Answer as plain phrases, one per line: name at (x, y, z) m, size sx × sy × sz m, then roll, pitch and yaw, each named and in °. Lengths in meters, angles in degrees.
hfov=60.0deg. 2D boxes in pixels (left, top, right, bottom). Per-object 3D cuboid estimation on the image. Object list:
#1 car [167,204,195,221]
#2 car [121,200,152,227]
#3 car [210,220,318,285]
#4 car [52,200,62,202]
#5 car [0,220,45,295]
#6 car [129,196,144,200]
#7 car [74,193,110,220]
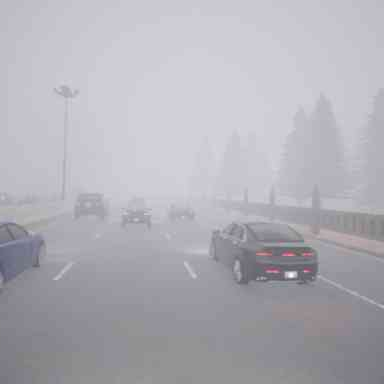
car at (-1.041, 1.638, 27.961) m, size 1.895 × 1.301 × 4.718 m, roll 2°, pitch 0°, yaw -9°
car at (-3.673, 1.481, 22.106) m, size 1.812 × 1.442 × 4.674 m, roll 2°, pitch 0°, yaw -9°
car at (1.822, 1.575, 9.748) m, size 1.837 × 1.490 × 4.892 m, roll 2°, pitch 0°, yaw -9°
car at (-18.731, 1.162, 46.092) m, size 2.033 × 1.411 × 5.357 m, roll 2°, pitch 0°, yaw -14°
car at (-4.951, 1.365, 7.780) m, size 1.882 × 1.535 × 5.008 m, roll 2°, pitch 0°, yaw -9°
car at (-6.286, 1.275, 38.337) m, size 2.097 × 1.767 × 4.553 m, roll 2°, pitch 0°, yaw -10°
car at (-7.903, 1.075, 26.615) m, size 2.150 × 2.045 × 5.566 m, roll 2°, pitch 0°, yaw -9°
